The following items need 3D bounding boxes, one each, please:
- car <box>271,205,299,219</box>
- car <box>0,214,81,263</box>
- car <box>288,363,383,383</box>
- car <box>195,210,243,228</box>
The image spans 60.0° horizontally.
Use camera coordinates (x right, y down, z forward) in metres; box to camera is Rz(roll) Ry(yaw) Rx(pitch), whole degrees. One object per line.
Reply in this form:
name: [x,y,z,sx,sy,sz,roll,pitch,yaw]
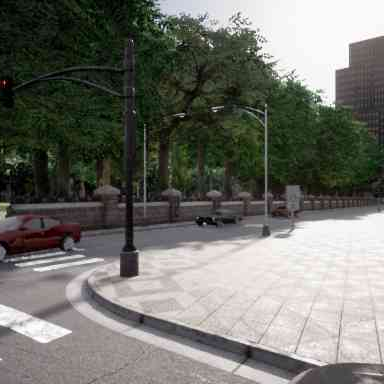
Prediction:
car: [10.932,2.295,38.883,1.882,1.535,5.008,0,-1,35]
car: [-6.532,1.642,12.808,1.882,1.535,5.008,0,-2,24]
car: [2.371,1.551,1.272,4.403,1.369,2.008,0,0,36]
car: [2.225,2.102,26.602,1.895,1.301,4.718,0,-1,35]
